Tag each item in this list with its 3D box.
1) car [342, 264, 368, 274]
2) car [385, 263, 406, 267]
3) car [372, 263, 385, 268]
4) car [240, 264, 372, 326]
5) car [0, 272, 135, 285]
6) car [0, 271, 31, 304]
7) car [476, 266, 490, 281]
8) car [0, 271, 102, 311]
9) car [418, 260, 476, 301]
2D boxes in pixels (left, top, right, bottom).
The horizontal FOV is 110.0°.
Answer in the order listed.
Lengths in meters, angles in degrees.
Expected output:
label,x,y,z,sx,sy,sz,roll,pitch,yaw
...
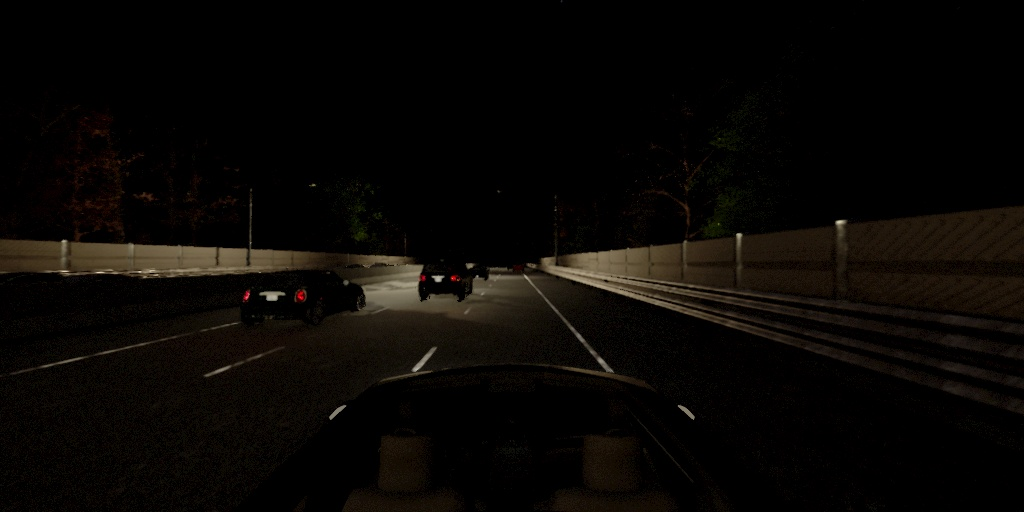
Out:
label,x,y,z,sx,sy,sz,roll,pitch,yaw
car,-24.541,2.043,56.205,1.837,1.490,4.892,0,-1,1
car,-17.545,2.084,56.091,2.033,1.411,5.357,0,-1,1
car,-21.046,1.895,56.499,2.097,1.767,4.553,0,-1,1
car,-6.904,1.252,12.446,2.097,1.767,4.553,0,-1,0
car,-17.588,1.462,14.928,1.812,1.442,4.674,0,-1,0
car,-24.601,1.446,15.190,1.837,1.490,4.892,0,-1,0
car,-3.403,1.768,37.568,1.837,1.490,4.892,0,-1,0
car,-21.101,1.445,15.210,1.837,1.490,4.892,0,-1,0
car,-3.398,1.218,19.128,2.150,2.045,5.566,0,-1,0
